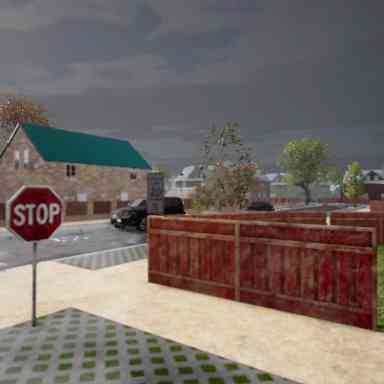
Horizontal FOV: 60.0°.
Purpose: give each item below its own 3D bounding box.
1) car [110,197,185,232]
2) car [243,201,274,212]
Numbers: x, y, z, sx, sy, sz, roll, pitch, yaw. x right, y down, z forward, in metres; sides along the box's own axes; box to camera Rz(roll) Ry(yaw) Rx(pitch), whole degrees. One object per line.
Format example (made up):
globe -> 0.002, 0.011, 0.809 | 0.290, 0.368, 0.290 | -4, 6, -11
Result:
car -> -2.655, 1.326, 21.555 | 2.150, 2.045, 5.566 | 1, 0, 35
car -> 7.229, 1.721, 35.860 | 1.882, 1.535, 5.008 | 1, 0, 35
